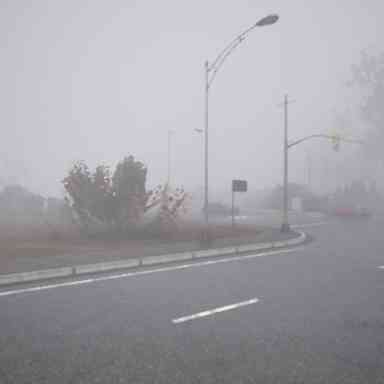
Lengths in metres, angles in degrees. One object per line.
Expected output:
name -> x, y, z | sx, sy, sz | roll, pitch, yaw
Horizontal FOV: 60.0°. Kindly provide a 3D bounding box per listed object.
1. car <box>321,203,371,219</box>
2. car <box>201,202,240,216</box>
car -> 14.087, 1.682, 30.581 | 1.994, 1.385, 4.181 | 0, 0, -39
car -> 2.833, 1.650, 33.296 | 1.994, 1.385, 4.181 | 0, 0, -39
